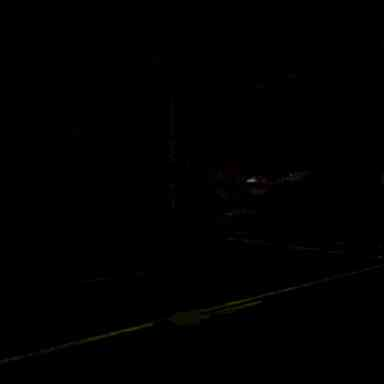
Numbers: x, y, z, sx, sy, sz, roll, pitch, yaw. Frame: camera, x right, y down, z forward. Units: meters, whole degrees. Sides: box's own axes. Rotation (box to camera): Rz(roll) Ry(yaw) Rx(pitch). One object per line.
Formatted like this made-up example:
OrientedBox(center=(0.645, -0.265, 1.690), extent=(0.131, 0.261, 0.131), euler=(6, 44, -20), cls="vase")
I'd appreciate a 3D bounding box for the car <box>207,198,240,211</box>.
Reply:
OrientedBox(center=(3.925, 1.586, 42.163), extent=(1.837, 1.490, 4.892), euler=(0, 0, -37), cls="car")
